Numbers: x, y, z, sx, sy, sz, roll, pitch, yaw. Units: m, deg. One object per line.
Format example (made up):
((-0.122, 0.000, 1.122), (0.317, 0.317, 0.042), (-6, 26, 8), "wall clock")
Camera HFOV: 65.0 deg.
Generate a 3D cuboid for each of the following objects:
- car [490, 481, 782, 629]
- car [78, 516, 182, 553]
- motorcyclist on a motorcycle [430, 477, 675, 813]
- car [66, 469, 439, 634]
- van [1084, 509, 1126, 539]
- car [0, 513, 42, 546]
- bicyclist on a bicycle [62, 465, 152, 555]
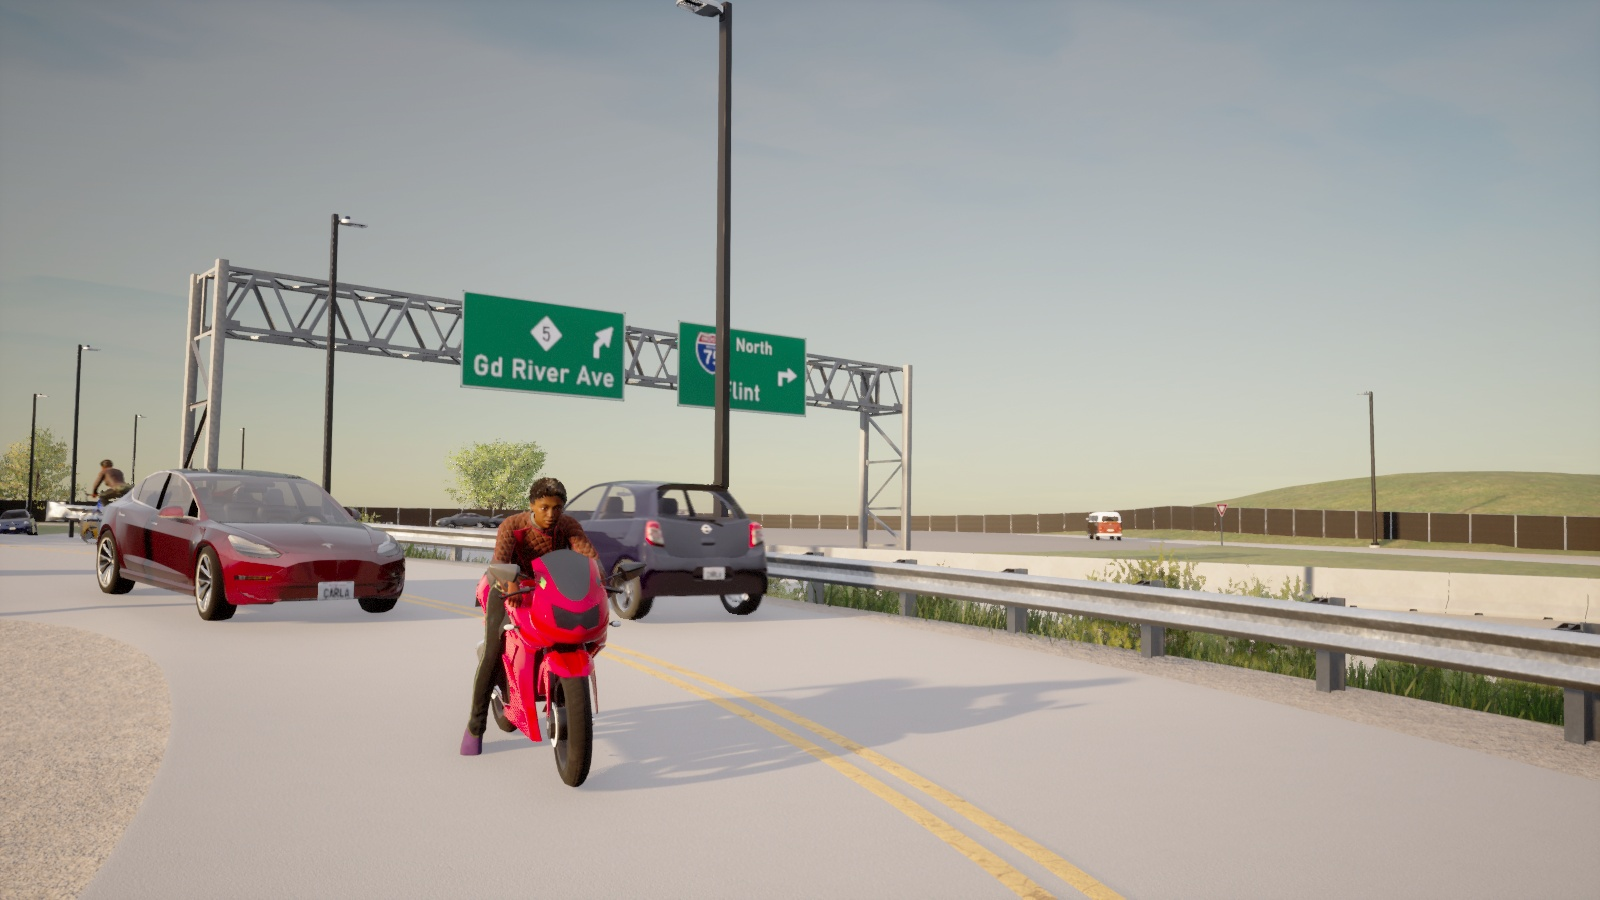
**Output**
((-2.053, 1.152, 14.934), (1.845, 1.501, 3.633), (3, -3, -37), "car")
((-30.232, 3.799, 56.609), (5.008, 1.535, 1.882), (-1, -4, 33), "car")
((-1.418, 0.918, 6.837), (0.797, 1.523, 2.044), (1, -1, -26), "motorcyclist on a motorcycle")
((-6.269, 1.006, 14.076), (4.792, 1.488, 2.163), (0, -2, 45), "car")
((21.861, 5.276, 90.179), (2.069, 2.038, 4.480), (0, -3, 2), "van")
((-44.548, 4.519, 71.589), (1.851, 1.617, 3.988), (-5, -1, -27), "car")
((-12.943, 1.100, 23.437), (1.656, 1.620, 0.582), (0, -3, 28), "bicyclist on a bicycle")
